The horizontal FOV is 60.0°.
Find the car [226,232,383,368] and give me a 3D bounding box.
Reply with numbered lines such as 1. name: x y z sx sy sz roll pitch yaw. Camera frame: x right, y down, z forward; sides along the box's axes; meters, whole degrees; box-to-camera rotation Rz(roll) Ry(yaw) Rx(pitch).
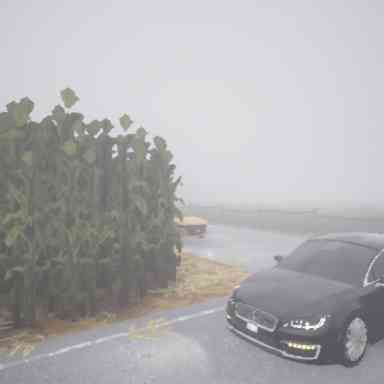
1. car: 2.779 1.537 5.854 4.892 1.490 1.837 -1 0 -36

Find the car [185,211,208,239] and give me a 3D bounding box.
1. car: -1.179 1.476 16.902 1.882 1.535 5.008 0 0 -35
